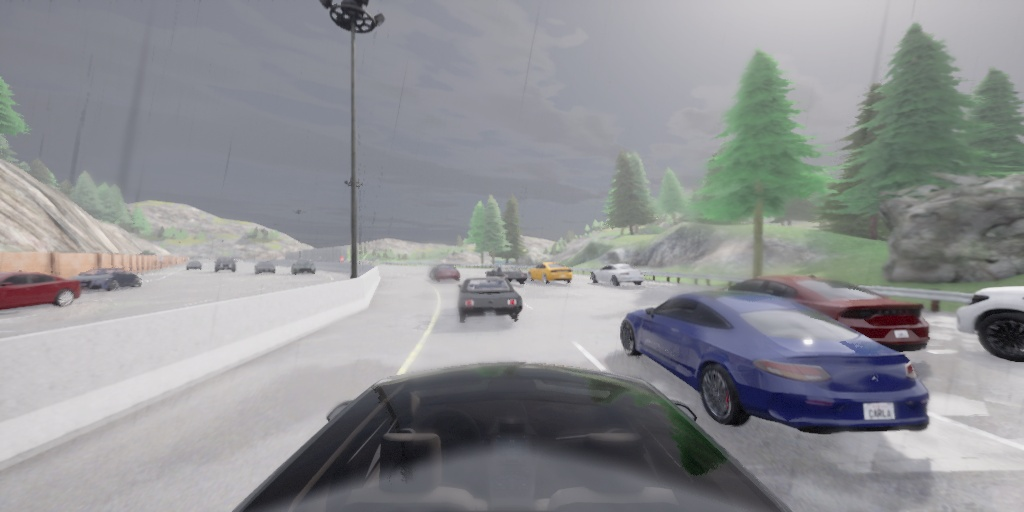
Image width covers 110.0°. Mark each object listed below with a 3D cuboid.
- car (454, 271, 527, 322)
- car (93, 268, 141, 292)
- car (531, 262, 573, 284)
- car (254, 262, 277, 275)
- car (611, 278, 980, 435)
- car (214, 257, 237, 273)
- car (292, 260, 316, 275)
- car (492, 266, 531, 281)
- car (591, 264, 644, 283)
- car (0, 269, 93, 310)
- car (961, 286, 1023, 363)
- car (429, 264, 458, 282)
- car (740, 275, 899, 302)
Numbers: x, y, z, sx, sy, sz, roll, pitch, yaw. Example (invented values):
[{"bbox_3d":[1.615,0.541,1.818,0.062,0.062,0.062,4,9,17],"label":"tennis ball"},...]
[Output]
[{"bbox_3d":[-0.912,1.363,12.392,1.895,1.301,4.718,0,0,-8],"label":"car"},{"bbox_3d":[-25.402,1.465,22.383,1.994,1.385,4.181,0,0,-23],"label":"car"},{"bbox_3d":[2.765,1.230,26.969,1.882,1.535,5.008,0,0,-18],"label":"car"},{"bbox_3d":[-29.305,1.439,42.566,1.837,1.490,4.892,0,0,-38],"label":"car"},{"bbox_3d":[3.255,1.261,5.587,1.812,1.442,4.674,0,0,-3],"label":"car"},{"bbox_3d":[-38.682,1.214,48.434,2.150,2.045,5.566,0,0,-40],"label":"car"},{"bbox_3d":[-24.099,1.258,41.439,2.097,1.767,4.553,0,0,-36],"label":"car"},{"bbox_3d":[-0.527,1.370,25.985,1.895,1.301,4.718,0,0,-18],"label":"car"},{"bbox_3d":[7.141,1.252,24.559,1.812,1.442,4.674,0,0,-14],"label":"car"},{"bbox_3d":[-18.984,1.337,13.172,1.882,1.535,5.008,0,0,-12],"label":"car"},{"bbox_3d":[10.289,0.918,4.897,2.150,2.045,5.566,0,0,-3],"label":"car"},{"bbox_3d":[-5.636,1.363,29.730,1.994,1.385,4.181,0,0,-21],"label":"car"},{"bbox_3d":[6.497,1.197,8.651,1.882,1.535,5.008,0,0,-5],"label":"car"}]
